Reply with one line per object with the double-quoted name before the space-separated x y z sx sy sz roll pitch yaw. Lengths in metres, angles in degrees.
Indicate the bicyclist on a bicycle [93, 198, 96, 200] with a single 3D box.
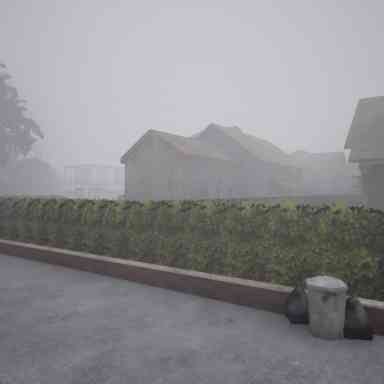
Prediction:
"bicyclist on a bicycle" -8.795 1.349 30.383 1.656 1.620 0.582 0 0 35
